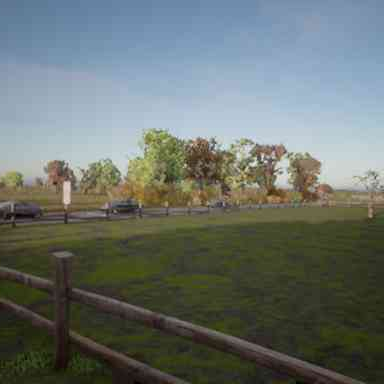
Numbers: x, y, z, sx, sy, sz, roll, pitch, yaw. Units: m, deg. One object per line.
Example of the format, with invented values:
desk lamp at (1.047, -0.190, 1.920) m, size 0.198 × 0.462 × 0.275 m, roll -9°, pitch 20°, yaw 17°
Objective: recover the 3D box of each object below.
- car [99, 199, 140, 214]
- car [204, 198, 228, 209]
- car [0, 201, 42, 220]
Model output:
car at (-7.549, 1.480, 35.162) m, size 1.837 × 1.490 × 4.892 m, roll 2°, pitch 0°, yaw 35°
car at (3.707, 1.745, 50.898) m, size 2.128 × 1.511 × 4.902 m, roll 2°, pitch 0°, yaw 36°
car at (-14.023, 1.379, 26.059) m, size 1.994 × 1.385 × 4.181 m, roll 2°, pitch 0°, yaw 35°
